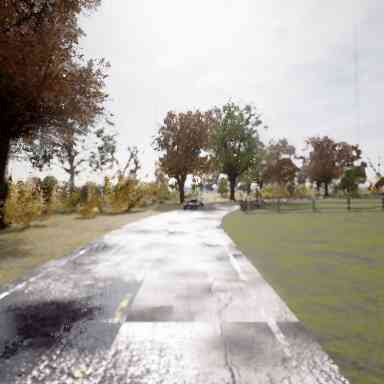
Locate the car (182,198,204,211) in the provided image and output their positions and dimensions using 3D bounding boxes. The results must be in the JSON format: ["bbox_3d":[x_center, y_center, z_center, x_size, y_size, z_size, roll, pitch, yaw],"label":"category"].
[{"bbox_3d":[0.219,1.525,40.370,1.837,1.490,4.892,0,0,15],"label":"car"}]
